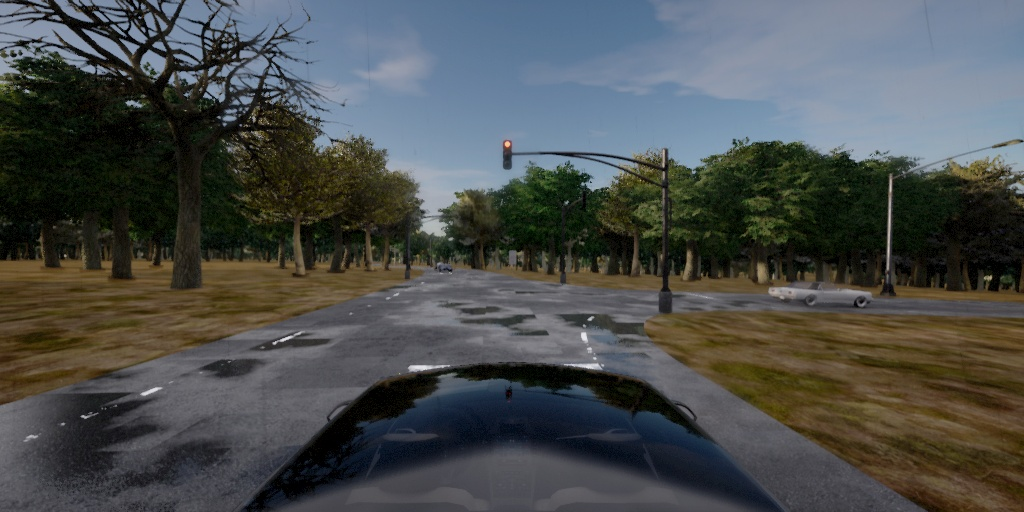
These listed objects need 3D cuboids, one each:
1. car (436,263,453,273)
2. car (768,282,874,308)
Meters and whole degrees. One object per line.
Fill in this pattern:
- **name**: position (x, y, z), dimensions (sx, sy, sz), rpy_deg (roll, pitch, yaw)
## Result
- **car**: position (-10.040, 1.828, 54.330), dimensions (1.994, 1.385, 4.181), rpy_deg (0, -1, -13)
- **car**: position (17.436, 2.138, 20.297), dimensions (4.718, 1.301, 1.895), rpy_deg (2, 0, -3)
